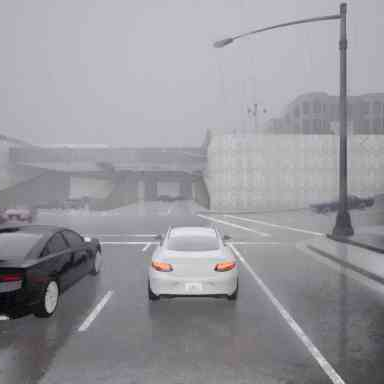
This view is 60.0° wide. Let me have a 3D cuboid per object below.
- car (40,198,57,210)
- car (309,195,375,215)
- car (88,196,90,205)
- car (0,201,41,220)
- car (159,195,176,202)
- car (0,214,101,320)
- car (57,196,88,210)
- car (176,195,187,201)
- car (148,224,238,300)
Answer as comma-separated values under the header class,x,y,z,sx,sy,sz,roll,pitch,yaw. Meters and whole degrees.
class,x,y,z,sx,sy,sz,roll,pitch,yaw
car,-18.659,1.546,43.082,2.033,1.411,5.357,0,0,-2
car,12.053,1.012,27.097,4.718,1.301,1.895,-6,0,-1
car,-19.179,1.506,59.969,1.837,1.490,4.892,0,0,-1
car,-12.610,1.564,24.387,1.994,1.385,4.181,0,0,-18
car,-5.344,1.552,74.324,1.994,1.385,4.181,0,0,5
car,-3.475,1.478,7.440,1.882,1.535,5.008,0,0,0
car,-15.138,1.526,42.517,1.812,1.442,4.674,0,0,-2
car,-2.860,1.552,83.848,1.994,1.385,4.181,0,0,27
car,0.018,1.526,8.239,1.812,1.442,4.674,0,0,0
